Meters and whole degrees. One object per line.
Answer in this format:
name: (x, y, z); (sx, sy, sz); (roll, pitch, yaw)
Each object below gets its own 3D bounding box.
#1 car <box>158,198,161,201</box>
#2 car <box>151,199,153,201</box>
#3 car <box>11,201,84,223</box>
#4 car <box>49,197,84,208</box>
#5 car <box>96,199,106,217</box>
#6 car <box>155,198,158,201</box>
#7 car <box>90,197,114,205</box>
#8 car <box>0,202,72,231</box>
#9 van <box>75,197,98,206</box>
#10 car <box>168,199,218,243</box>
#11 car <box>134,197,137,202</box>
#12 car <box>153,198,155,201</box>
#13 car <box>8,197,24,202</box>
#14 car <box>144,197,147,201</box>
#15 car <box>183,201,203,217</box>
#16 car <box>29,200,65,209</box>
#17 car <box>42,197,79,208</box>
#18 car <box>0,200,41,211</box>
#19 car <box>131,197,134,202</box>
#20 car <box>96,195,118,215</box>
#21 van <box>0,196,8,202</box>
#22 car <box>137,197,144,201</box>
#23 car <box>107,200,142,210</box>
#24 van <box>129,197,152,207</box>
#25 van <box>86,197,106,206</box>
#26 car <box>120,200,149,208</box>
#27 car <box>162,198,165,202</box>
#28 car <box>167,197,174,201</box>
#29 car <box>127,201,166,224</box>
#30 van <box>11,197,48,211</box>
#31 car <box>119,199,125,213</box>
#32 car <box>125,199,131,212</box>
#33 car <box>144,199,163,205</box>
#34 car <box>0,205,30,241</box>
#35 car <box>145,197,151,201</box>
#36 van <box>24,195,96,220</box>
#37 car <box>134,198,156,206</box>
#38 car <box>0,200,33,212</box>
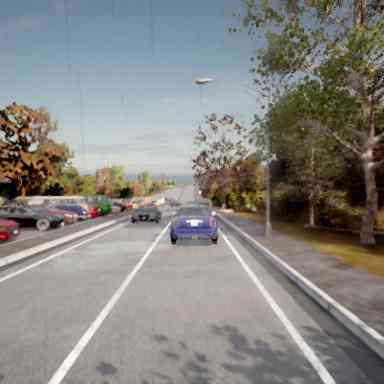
car: (-10.278, 2.409, 75.838); (4.892, 1.521, 2.231); (0, -1, 0)
car: (-10.264, 2.168, 61.958); (4.792, 1.488, 2.163); (0, -1, 0)
car: (-10.320, 1.568, 23.117); (4.674, 1.452, 2.002); (0, 0, 0)
car: (-23.345, 1.889, 62.057); (5.566, 2.045, 2.435); (0, -1, 0)
car: (-10.343, 1.573, 28.676); (4.792, 1.488, 2.163); (0, -1, 0)
car: (-10.317, 2.325, 70.286); (4.792, 1.488, 2.163); (0, -1, 0)
car: (-23.386, 2.442, 86.974); (5.566, 2.045, 2.435); (0, -2, 0)
car: (-10.289, 1.550, 20.340); (4.792, 1.488, 2.163); (0, 0, 0)
van: (-23.257, 2.126, 73.150); (4.442, 1.987, 1.878); (0, -1, 0)
car: (0.101, 1.377, 16.210); (2.097, 1.767, 4.553); (0, 0, 0)
car: (-10.272, 1.700, 45.307); (4.553, 1.767, 2.185); (0, -1, 0)
car: (-10.262, 2.220, 64.734); (4.792, 1.488, 2.163); (0, -1, 0)
car: (-23.358, 1.471, 39.773); (5.566, 2.045, 2.435); (0, -1, 0)
car: (-10.304, 1.983, 53.632); (4.892, 1.521, 2.231); (0, -1, 0)
car: (0.097, 1.673, 33.967); (1.837, 1.490, 4.892); (0, -1, 0)
car: (-23.372, 1.984, 53.742); (5.008, 1.535, 2.097); (0, -1, 0)
car: (-23.346, 1.837, 59.287); (5.566, 2.045, 2.435); (0, -1, 0)
car: (-23.381, 1.868, 45.433); (4.674, 1.452, 2.002); (0, -1, 0)
car: (-10.274, 1.648, 42.531); (4.553, 1.767, 2.185); (0, -1, 0)
car: (-10.340, 1.314, 31.431); (5.566, 2.045, 2.435); (0, -1, 0)
van: (-23.505, 1.444, 37.003); (4.442, 1.987, 1.878); (0, -1, 0)
car: (-10.116, 1.875, 48.080); (5.366, 1.575, 1.946); (0, -1, 0)
car: (-10.294, 1.931, 50.856); (4.892, 1.521, 2.231); (0, -1, 0)
van: (-10.406, 2.017, 67.514); (4.442, 1.987, 1.878); (0, -1, 0)
van: (-23.478, 2.314, 81.312); (4.442, 1.987, 1.878); (0, -1, 0)
car: (-10.265, 2.116, 59.182); (4.792, 1.488, 2.163); (0, -1, 0)
car: (-10.096, 2.536, 81.257); (5.366, 1.575, 1.946); (0, -2, 0)
car: (-3.306, 2.294, 66.676); (1.994, 1.385, 4.181); (0, -1, 0)
car: (-3.346, 1.644, 25.101); (1.994, 1.385, 4.181); (0, -1, 0)
van: (-23.498, 1.652, 48.082); (4.442, 1.987, 1.878); (0, -1, 0)
car: (-10.311, 1.710, 36.977); (4.674, 1.452, 2.002); (0, -1, 0)
car: (-10.301, 1.722, 39.753); (5.008, 1.535, 2.097); (0, -1, 0)
car: (-10.282, 2.770, 89.702); (4.892, 1.521, 2.231); (0, -2, 0)
car: (-10.327, 1.506, 14.789); (5.008, 1.535, 2.097); (0, 0, 0)
car: (-10.111, 2.031, 56.407); (5.366, 1.575, 1.946); (0, -1, 0)
van: (-10.199, 1.310, 25.894); (4.442, 1.987, 1.878); (0, 0, 0)
car: (-10.317, 2.224, 73.061); (4.553, 1.767, 2.185); (0, -1, 0)
car: (-23.379, 1.776, 42.663); (5.008, 1.535, 2.097); (0, -1, 0)
